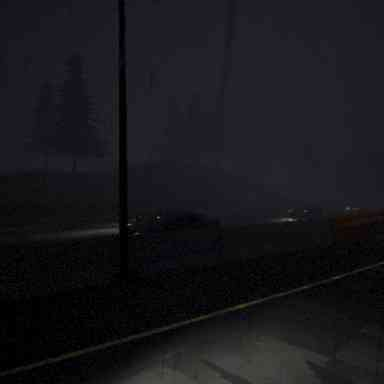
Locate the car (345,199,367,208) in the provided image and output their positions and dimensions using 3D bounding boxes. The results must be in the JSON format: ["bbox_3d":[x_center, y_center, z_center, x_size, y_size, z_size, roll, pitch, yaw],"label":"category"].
[{"bbox_3d":[26.851,1.860,54.308,2.033,1.411,5.357,-1,-1,44],"label":"car"}]

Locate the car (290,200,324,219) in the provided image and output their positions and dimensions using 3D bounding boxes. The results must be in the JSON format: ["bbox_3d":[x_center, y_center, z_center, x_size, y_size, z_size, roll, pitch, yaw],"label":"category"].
[{"bbox_3d":[11.378,1.763,32.629,1.812,1.442,4.674,-1,-1,44],"label":"car"}]

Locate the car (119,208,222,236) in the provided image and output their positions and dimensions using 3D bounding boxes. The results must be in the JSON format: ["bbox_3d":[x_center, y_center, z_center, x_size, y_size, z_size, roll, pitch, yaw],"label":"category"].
[{"bbox_3d":[-0.861,1.738,16.586,5.357,1.411,2.033,0,-1,-39],"label":"car"}]

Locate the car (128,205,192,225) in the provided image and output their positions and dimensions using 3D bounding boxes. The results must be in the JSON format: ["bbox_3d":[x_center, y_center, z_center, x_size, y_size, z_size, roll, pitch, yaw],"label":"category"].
[{"bbox_3d":[-2.647,1.885,28.785,5.357,1.411,2.033,0,-1,-41],"label":"car"}]

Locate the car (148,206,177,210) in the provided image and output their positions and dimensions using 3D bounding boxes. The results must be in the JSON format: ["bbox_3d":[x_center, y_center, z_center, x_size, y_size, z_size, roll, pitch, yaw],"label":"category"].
[{"bbox_3d":[-1.239,1.889,25.383,4.718,1.301,1.895,0,-1,-41],"label":"car"}]
